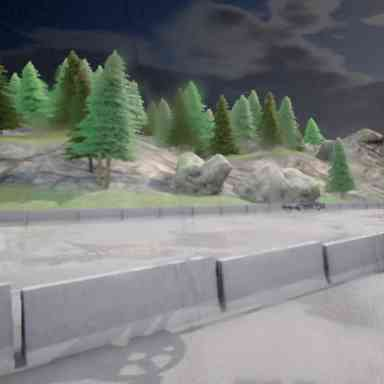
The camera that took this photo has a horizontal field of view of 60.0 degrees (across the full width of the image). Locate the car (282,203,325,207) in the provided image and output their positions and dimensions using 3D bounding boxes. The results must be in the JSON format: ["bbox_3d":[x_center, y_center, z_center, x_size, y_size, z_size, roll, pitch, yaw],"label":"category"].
[{"bbox_3d":[11.151,1.287,33.110,5.357,1.411,2.033,0,0,-35],"label":"car"}]
